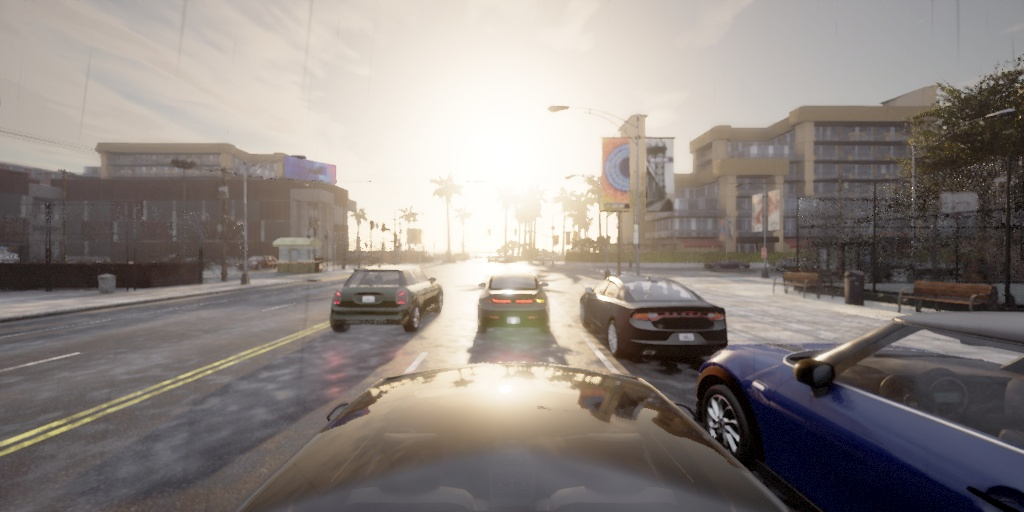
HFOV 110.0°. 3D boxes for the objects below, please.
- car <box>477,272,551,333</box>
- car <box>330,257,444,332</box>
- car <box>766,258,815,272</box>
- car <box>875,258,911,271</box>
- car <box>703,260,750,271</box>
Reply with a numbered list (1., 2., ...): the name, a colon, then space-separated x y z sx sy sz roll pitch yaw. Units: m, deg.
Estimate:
1. car: 0.051 1.198 10.538 1.837 1.490 4.892 0 0 0
2. car: -3.448 1.044 10.781 2.097 1.767 4.553 0 0 0
3. car: 30.280 1.000 39.272 4.902 1.511 2.128 0 0 0
4. car: 45.006 0.985 42.831 4.902 1.511 2.128 0 0 -1
5. car: 25.492 1.087 42.731 4.718 1.301 1.895 0 0 -1
